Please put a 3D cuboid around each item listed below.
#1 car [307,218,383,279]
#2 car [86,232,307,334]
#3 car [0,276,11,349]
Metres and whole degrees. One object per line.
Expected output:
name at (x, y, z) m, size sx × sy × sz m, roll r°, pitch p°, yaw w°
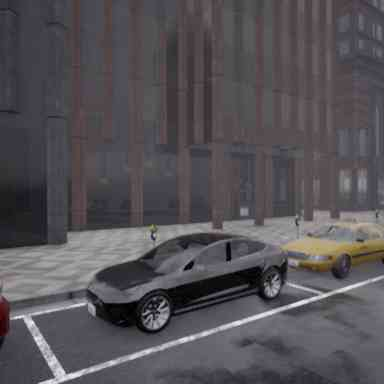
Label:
car at (4.563, 1.494, 9.930) m, size 4.829 × 1.417 × 1.752 m, roll 0°, pitch 0°, yaw -36°
car at (0.121, 1.553, 6.746) m, size 4.313 × 1.339 × 1.947 m, roll 0°, pitch 0°, yaw -36°
car at (-4.460, 1.551, 3.462) m, size 4.507 × 1.381 × 1.887 m, roll 0°, pitch 0°, yaw -36°
